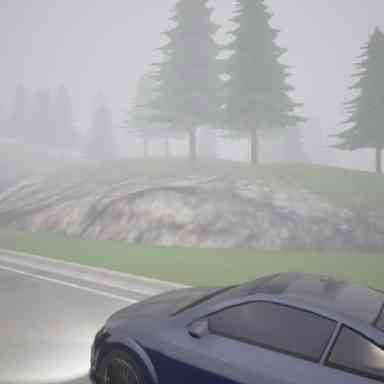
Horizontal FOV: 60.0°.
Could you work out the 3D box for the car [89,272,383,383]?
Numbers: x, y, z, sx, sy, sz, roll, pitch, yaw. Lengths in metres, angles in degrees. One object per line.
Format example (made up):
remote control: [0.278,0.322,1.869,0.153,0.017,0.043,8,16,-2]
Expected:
car: [0.894,1.567,3.355,4.181,1.385,1.994,0,0,36]
